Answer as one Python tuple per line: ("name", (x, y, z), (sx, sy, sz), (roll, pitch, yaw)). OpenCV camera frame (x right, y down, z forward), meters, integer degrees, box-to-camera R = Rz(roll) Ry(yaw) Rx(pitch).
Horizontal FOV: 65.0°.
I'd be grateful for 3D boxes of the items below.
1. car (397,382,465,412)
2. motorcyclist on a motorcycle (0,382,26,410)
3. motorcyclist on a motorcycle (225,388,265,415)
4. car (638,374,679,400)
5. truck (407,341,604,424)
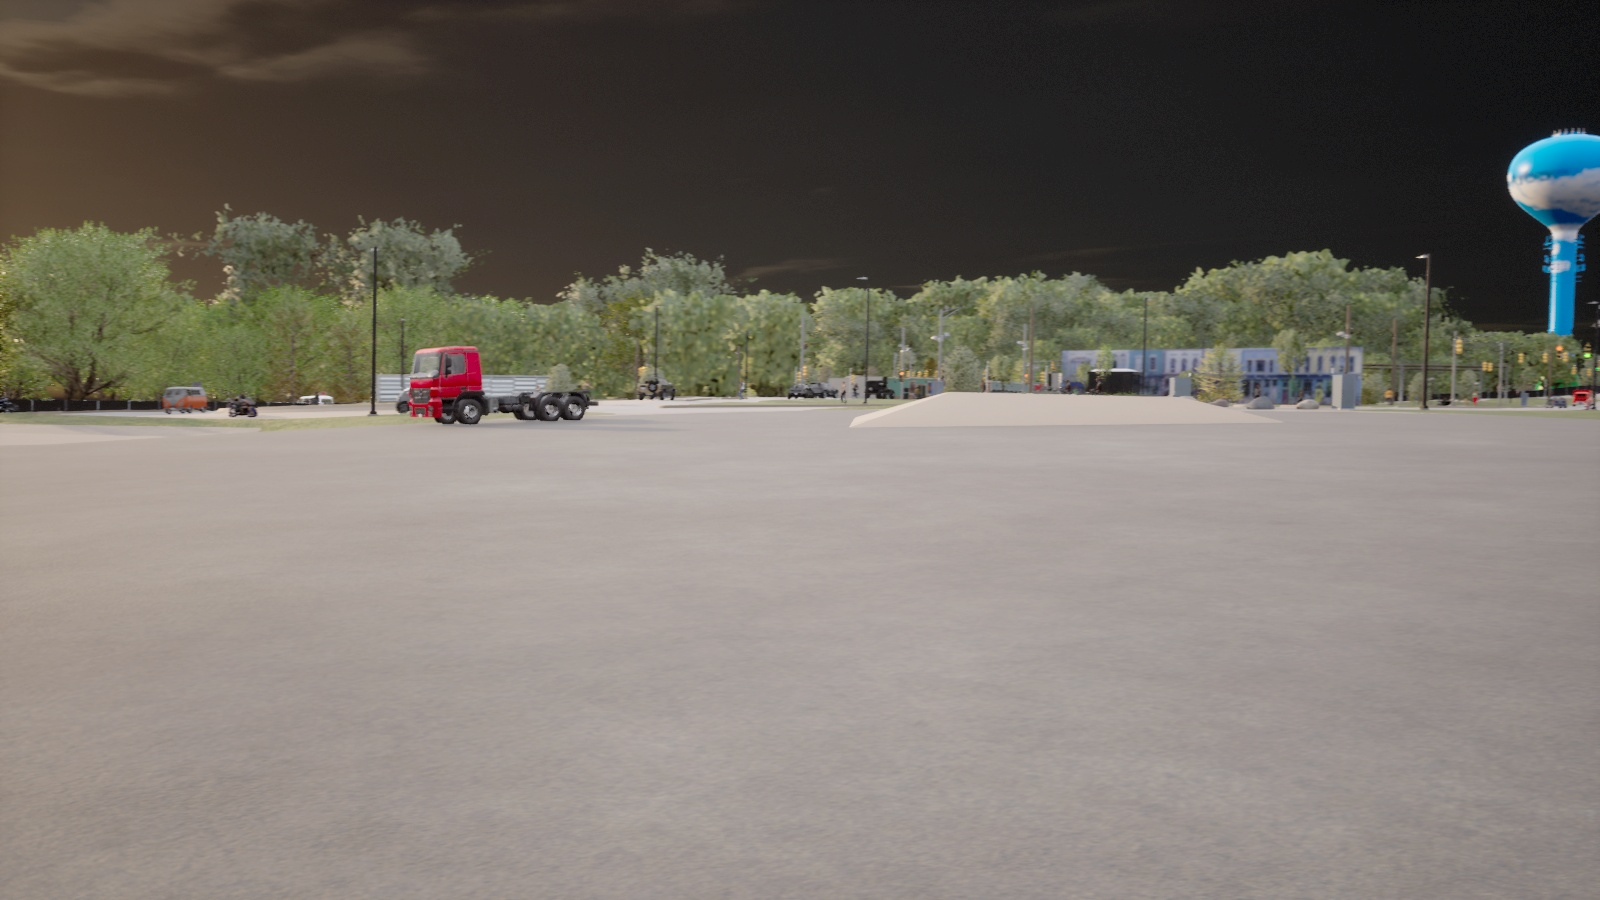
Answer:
("car", (-22.235, -3.220, 75.654), (3.806, 1.475, 1.970), (-4, 7, -18))
("motorcyclist on a motorcycle", (-47.091, -3.167, 74.125), (2.350, 1.649, 0.766), (0, 2, 4))
("motorcyclist on a motorcycle", (-33.325, -2.902, 75.429), (2.191, 1.530, 0.866), (2, 7, 22))
("car", (-10.829, -4.812, 96.577), (1.932, 1.855, 4.605), (2, 2, 9))
("truck", (-12.980, -3.030, 55.805), (7.936, 3.462, 2.891), (-4, 4, -39))
